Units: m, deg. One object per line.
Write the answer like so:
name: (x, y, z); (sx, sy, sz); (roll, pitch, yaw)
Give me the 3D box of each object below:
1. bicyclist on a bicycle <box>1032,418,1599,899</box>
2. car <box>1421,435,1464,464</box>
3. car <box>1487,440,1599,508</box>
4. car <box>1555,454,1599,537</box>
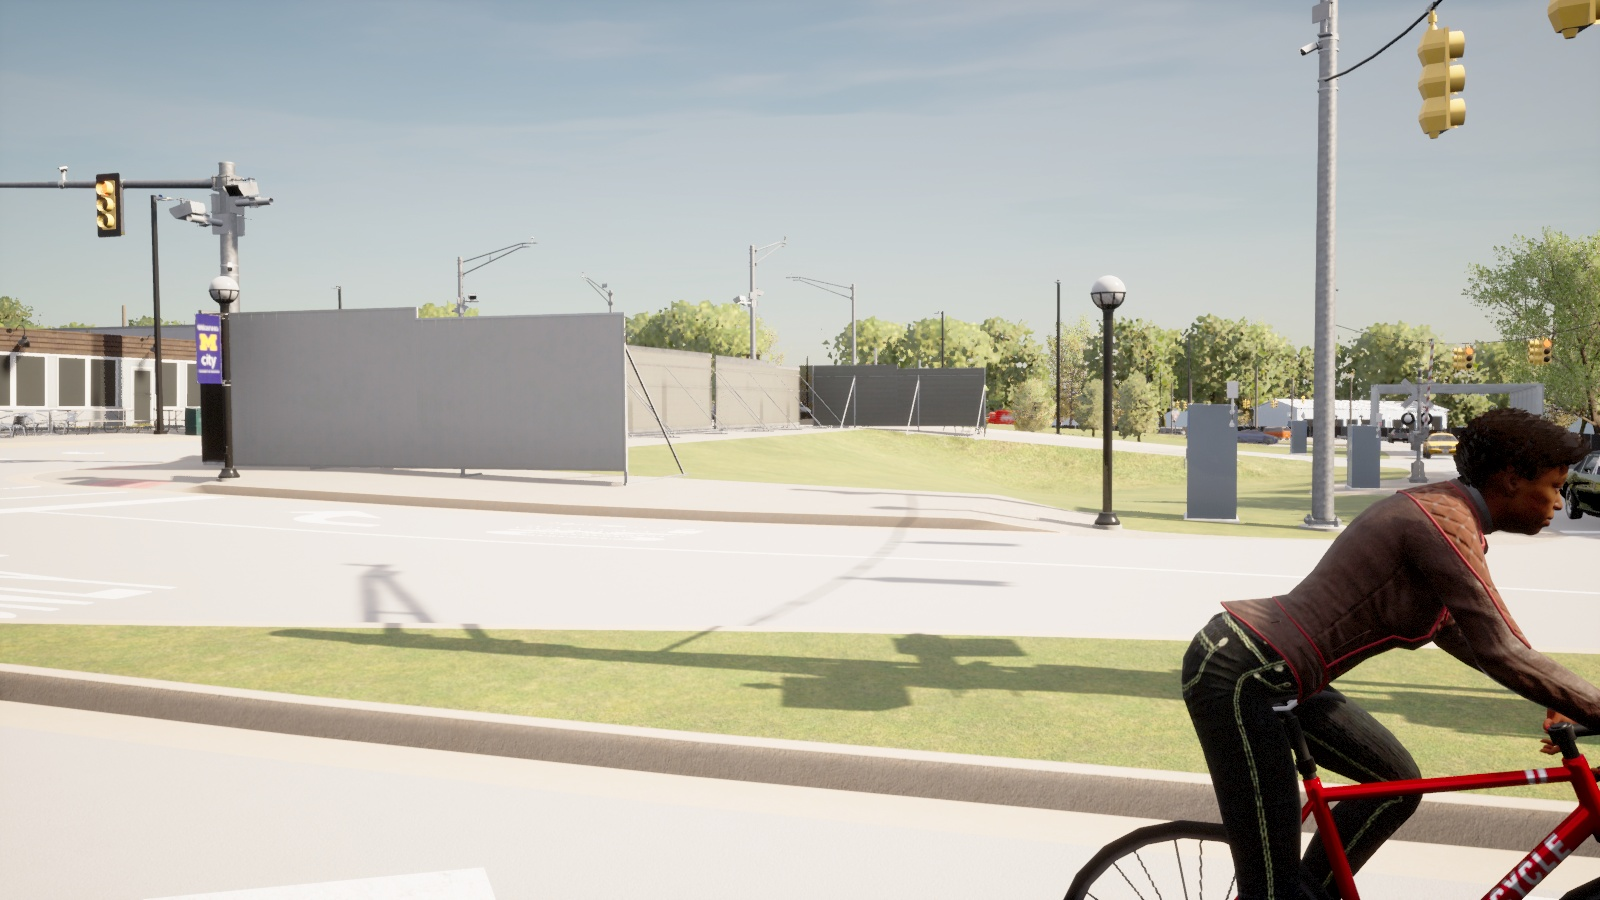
bicyclist on a bicycle: (1.377, 0.746, 2.727); (1.656, 1.620, 0.582); (1, 1, 18)
car: (36.821, -0.040, 72.049); (1.801, 1.575, 5.366); (1, 1, 23)
car: (18.272, 0.517, 30.775); (2.128, 1.511, 4.902); (0, 1, 24)
car: (14.497, 0.757, 21.532); (1.895, 1.301, 4.718); (0, 1, 22)
